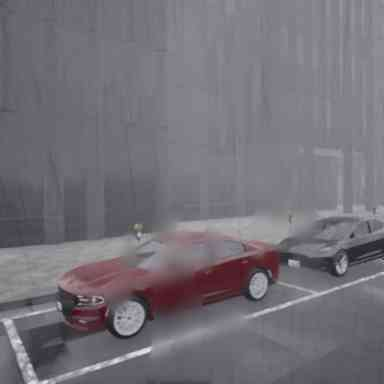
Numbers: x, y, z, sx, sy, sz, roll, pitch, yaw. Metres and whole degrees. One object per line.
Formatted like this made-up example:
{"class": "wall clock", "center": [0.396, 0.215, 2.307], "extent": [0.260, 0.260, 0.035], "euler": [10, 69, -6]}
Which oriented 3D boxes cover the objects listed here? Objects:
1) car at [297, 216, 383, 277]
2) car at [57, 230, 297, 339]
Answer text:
{"class": "car", "center": [4.377, 1.407, 9.724], "extent": [4.313, 1.339, 1.947], "euler": [-1, 1, -35]}
{"class": "car", "center": [-0.226, 1.483, 6.471], "extent": [4.507, 1.381, 1.887], "euler": [-1, 1, -35]}
